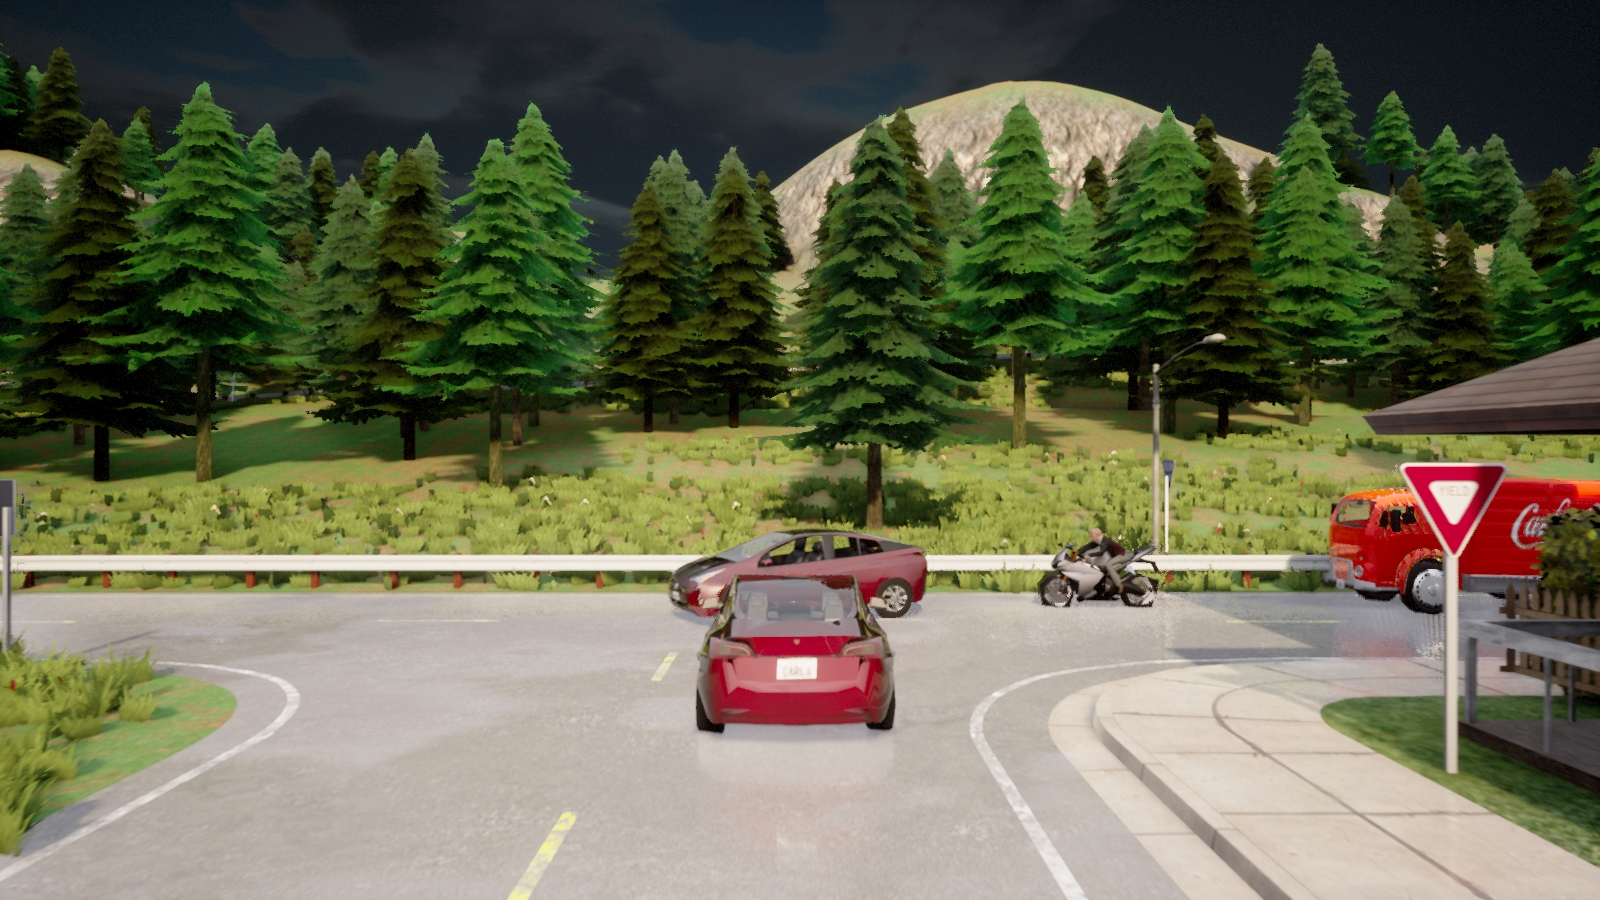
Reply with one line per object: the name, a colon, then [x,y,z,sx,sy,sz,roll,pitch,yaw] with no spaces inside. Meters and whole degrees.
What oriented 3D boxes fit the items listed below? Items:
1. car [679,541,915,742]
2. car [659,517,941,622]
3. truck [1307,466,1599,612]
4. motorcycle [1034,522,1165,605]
car: [-0.057,1.942,12.847,2.163,1.488,4.792,0,-1,-1]
car: [-0.006,2.013,19.980,4.514,1.525,2.007,1,-1,-22]
truck: [12.731,1.593,21.453,5.204,2.467,2.627,1,0,0]
motorcycle: [5.591,2.112,21.403,2.209,1.460,0.867,0,0,-1]
